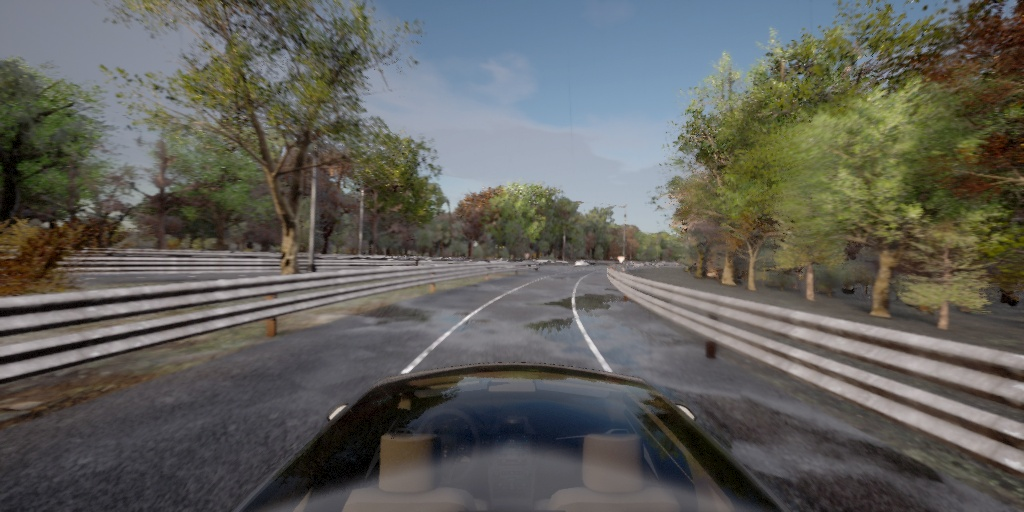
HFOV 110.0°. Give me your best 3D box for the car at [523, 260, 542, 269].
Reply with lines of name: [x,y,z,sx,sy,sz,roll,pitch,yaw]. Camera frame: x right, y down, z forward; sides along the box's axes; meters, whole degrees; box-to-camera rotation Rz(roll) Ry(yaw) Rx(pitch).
car: [3.308,1.382,59.671,2.128,1.511,4.902,2,0,35]

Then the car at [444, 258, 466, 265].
car: [-8.142,0.991,55.481,2.033,1.411,5.357,3,0,35]

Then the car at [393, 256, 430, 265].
car: [-12.141,0.818,43.631,2.128,1.511,4.902,3,0,35]

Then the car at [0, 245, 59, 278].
car: [-25.926,0.184,17.740,2.097,1.767,4.553,3,0,35]
